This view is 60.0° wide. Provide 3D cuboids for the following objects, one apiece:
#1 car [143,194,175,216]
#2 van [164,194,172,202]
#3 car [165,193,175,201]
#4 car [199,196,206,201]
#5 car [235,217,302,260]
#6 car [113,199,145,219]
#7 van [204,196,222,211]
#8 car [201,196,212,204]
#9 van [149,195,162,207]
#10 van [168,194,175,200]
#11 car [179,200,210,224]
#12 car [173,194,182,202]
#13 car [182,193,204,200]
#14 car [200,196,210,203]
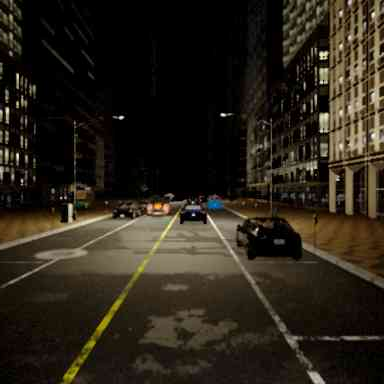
[{"bbox_3d":[-3.091,1.362,32.129,2.097,1.767,4.553,0,0,0],"label":"car"},{"bbox_3d":[-5.680,1.348,80.326,1.690,1.788,3.998,0,0,0],"label":"van"},{"bbox_3d":[-5.679,1.318,85.994,2.192,1.841,5.009,0,0,0],"label":"car"},{"bbox_3d":[2.702,1.585,85.992,1.802,1.307,4.206,0,0,0],"label":"car"},{"bbox_3d":[2.691,1.570,12.305,1.947,1.339,4.313,0,0,0],"label":"car"},{"bbox_3d":[-5.687,1.576,29.311,1.947,1.339,4.313,0,0,0],"label":"car"},{"bbox_3d":[2.694,1.353,40.646,1.690,1.788,3.998,0,0,0],"label":"van"},{"bbox_3d":[2.699,1.556,63.320,1.887,1.381,4.507,0,0,0],"label":"car"},{"bbox_3d":[-5.684,1.353,51.985,1.690,1.788,3.998,0,0,0],"label":"van"},{"bbox_3d":[-5.678,1.340,91.662,1.690,1.788,3.998,0,0,0],"label":"van"},{"bbox_3d":[0.103,1.572,25.216,1.994,1.385,4.181,0,0,0],"label":"car"},{"bbox_3d":[-2.989,1.324,72.624,2.097,1.767,4.553,0,0,0],"label":"car"},{"bbox_3d":[0.107,1.364,42.173,2.097,1.767,4.553,0,0,0],"label":"car"},{"bbox_3d":[2.700,1.576,68.988,1.947,1.339,4.313,0,0,0],"label":"car"}]
